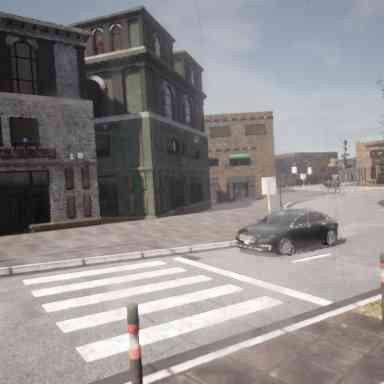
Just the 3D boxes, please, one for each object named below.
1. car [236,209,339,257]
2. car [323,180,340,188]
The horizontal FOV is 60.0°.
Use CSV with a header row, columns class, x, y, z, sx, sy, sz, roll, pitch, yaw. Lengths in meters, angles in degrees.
class,x,y,z,sx,sy,sz,roll,pitch,yaw
car,3.835,1.450,12.980,4.892,1.490,1.837,-1,2,-37
car,25.448,-1.482,60.713,2.128,1.511,4.902,-3,1,5
